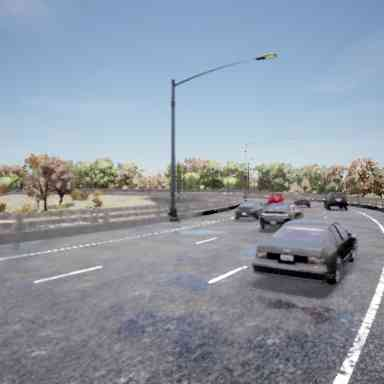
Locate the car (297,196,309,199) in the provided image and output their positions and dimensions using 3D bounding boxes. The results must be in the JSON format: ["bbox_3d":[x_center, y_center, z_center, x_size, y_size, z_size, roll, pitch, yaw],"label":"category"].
[{"bbox_3d":[15.307,1.353,46.091,1.837,1.490,4.892,0,0,14],"label":"car"}]

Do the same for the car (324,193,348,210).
[{"bbox_3d":[17.559,1.095,40.729,2.150,2.045,5.566,0,0,16],"label":"car"}]

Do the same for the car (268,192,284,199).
[{"bbox_3d":[12.584,1.049,49.788,2.150,2.045,5.566,0,0,12],"label":"car"}]

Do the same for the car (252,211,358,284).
[{"bbox_3d":[3.494,1.514,9.586,2.033,1.411,5.357,0,0,33],"label":"car"}]

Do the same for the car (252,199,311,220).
[{"bbox_3d":[5.529,1.422,20.043,2.128,1.511,4.902,0,0,28],"label":"car"}]

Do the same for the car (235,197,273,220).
[{"bbox_3d":[4.834,1.429,26.516,1.812,1.442,4.674,0,0,25],"label":"car"}]
